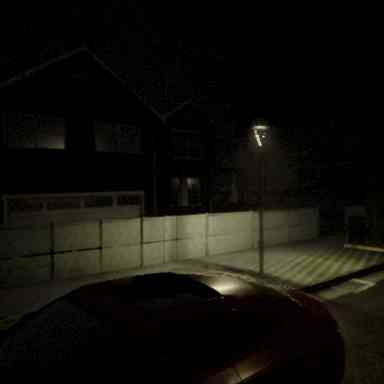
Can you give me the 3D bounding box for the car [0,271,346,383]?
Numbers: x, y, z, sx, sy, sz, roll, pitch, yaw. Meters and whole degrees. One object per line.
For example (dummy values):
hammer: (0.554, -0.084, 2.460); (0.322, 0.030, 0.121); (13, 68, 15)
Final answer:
car: (-0.549, 1.525, 2.757); (4.674, 1.442, 1.812); (-1, 0, -36)
